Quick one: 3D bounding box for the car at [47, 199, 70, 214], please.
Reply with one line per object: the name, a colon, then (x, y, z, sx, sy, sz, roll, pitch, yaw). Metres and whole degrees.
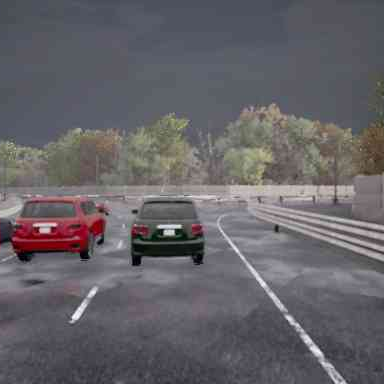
car: (-13.666, 1.429, 34.249, 1.994, 1.385, 4.181, 0, 0, -19)

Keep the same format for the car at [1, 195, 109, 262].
car: (-4.525, 1.173, 12.154, 2.150, 2.045, 5.566, 0, 0, -7)

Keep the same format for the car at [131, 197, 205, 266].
car: (-0.933, 1.169, 11.615, 2.150, 2.045, 5.566, 0, 0, -7)

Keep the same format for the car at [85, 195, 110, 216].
car: (-8.984, 1.222, 31.403, 2.097, 1.767, 4.553, 0, 0, -17)
